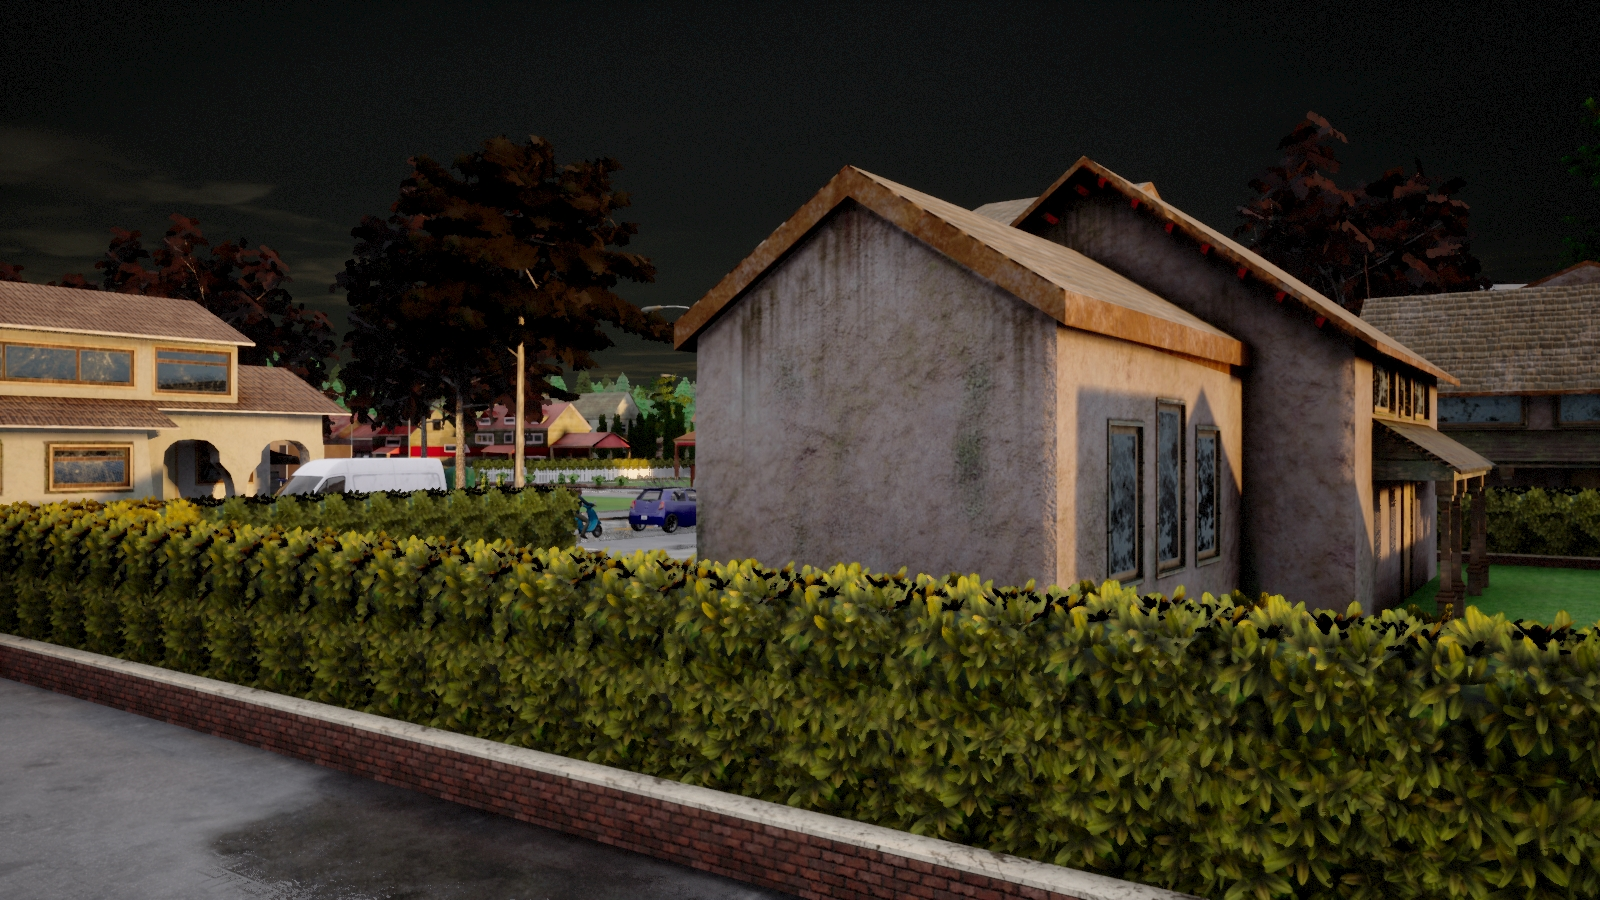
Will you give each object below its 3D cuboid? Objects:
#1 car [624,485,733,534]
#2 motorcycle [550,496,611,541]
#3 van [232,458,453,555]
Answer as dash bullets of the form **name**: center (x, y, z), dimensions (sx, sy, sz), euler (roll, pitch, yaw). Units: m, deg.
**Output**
- **car**: center (-4.177, 2.028, 39.677), dimensions (1.845, 1.501, 3.633), euler (0, 0, 35)
- **motorcycle**: center (-6.879, 2.132, 35.873), dimensions (0.856, 1.316, 1.805), euler (0, 0, 35)
- **van**: center (-13.301, 1.523, 33.629), dimensions (1.988, 2.561, 5.915), euler (0, 0, 35)
